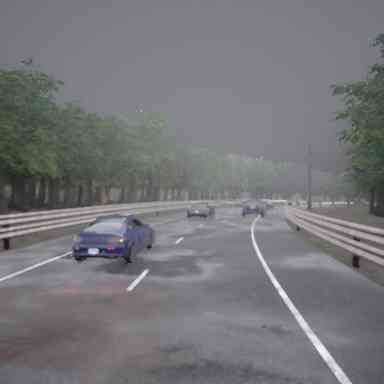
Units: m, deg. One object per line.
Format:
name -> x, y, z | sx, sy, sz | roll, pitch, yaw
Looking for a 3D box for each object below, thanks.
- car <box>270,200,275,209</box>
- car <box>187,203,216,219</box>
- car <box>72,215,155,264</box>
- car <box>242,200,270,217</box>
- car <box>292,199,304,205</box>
car -> 11.170, 1.897, 50.417 | 2.128, 1.511, 4.902 | 0, -1, 27
car -> 0.924, 1.700, 30.980 | 1.994, 1.385, 4.181 | 0, 0, 15
car -> -2.616, 1.557, 11.901 | 1.812, 1.442, 4.674 | 0, 0, 6
car -> 6.393, 1.547, 33.798 | 2.097, 1.767, 4.553 | 0, 0, 17
car -> 22.524, 2.181, 69.674 | 1.837, 1.490, 4.892 | 0, -1, 36
